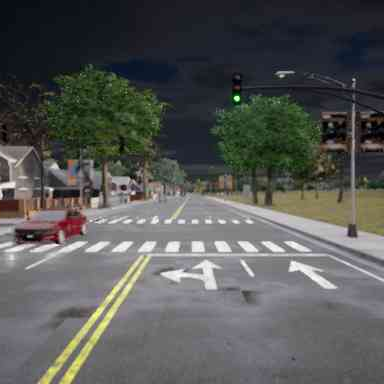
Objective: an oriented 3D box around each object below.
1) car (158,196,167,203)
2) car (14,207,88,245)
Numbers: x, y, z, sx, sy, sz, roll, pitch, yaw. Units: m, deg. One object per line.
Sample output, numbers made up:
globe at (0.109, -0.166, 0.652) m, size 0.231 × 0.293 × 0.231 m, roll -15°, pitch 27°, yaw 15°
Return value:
car at (-6.481, 1.580, 73.628) m, size 2.128 × 1.511 × 4.902 m, roll 0°, pitch 0°, yaw 0°
car at (-6.506, 1.529, 15.857) m, size 1.882 × 1.535 × 5.008 m, roll -1°, pitch 0°, yaw 0°
